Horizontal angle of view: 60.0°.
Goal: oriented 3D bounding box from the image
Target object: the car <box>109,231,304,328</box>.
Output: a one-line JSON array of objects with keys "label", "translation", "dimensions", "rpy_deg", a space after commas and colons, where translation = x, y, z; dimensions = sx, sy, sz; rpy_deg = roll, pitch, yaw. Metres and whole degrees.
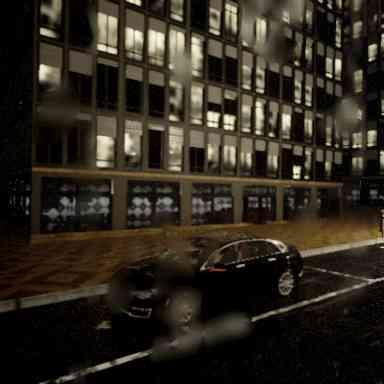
[{"label": "car", "translation": [0.495, 1.550, 6.898], "dimensions": [4.403, 1.369, 2.008], "rpy_deg": [0, 1, -35]}]
